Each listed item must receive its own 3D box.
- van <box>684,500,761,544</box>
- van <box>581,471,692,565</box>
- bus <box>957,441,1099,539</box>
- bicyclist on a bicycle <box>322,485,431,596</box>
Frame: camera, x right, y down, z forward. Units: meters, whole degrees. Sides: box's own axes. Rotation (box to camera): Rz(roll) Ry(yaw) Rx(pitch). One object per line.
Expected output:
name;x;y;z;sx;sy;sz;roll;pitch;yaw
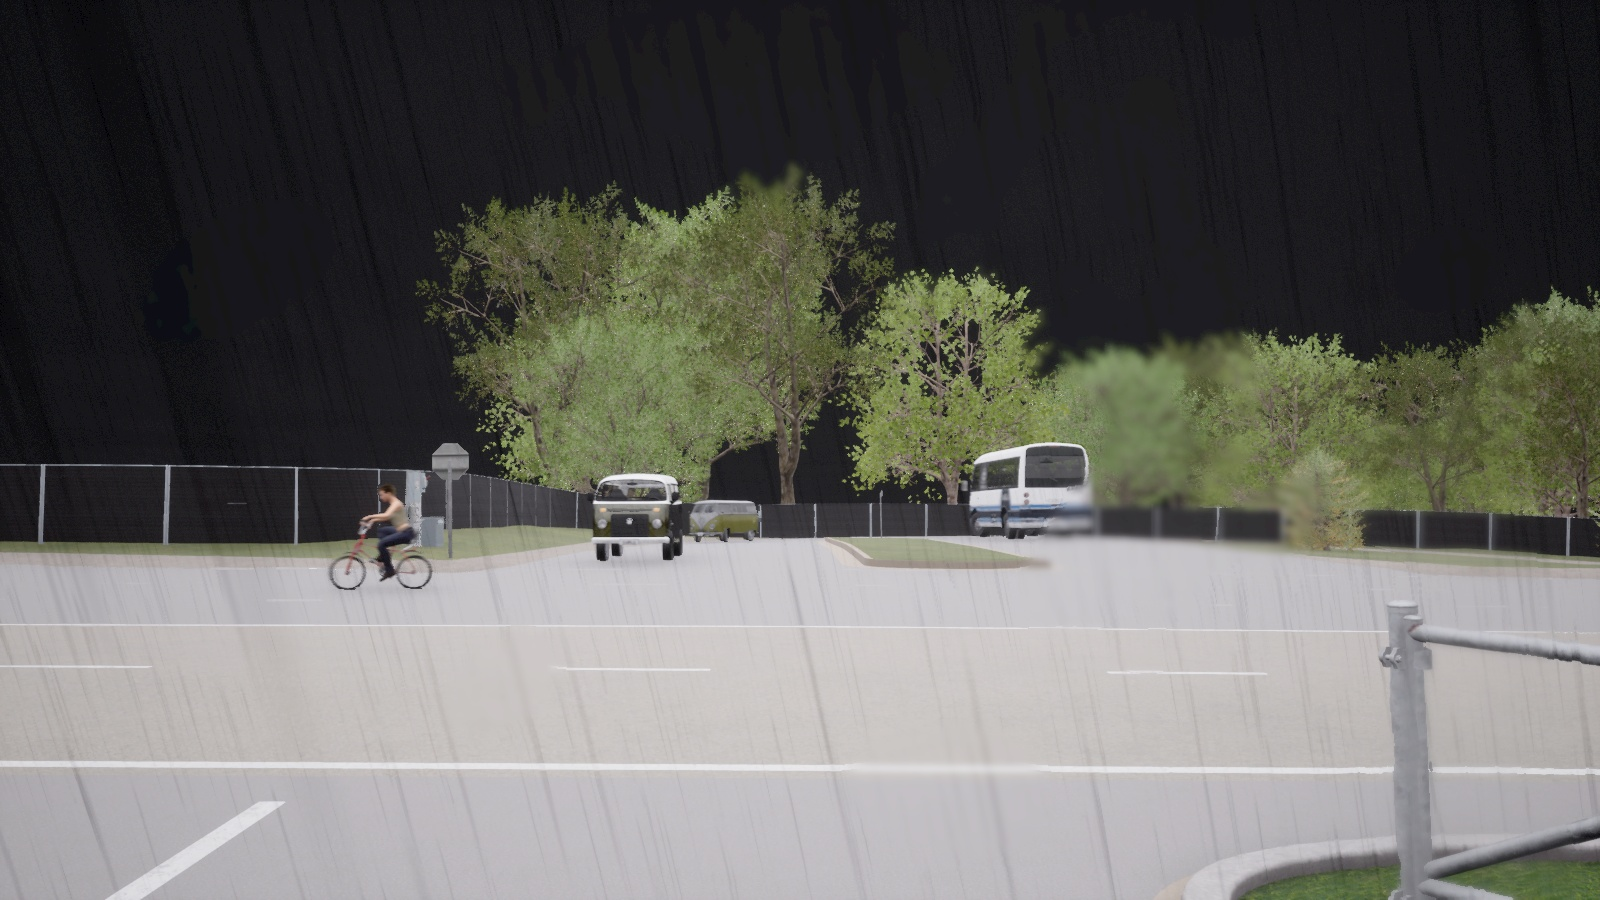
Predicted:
van;-3.631;3.414;59.776;1.775;1.987;4.442;-3;-4;24
van;-3.791;1.601;29.842;2.069;2.038;4.480;-1;-3;-1
bus;10.645;2.004;60.283;3.944;4.253;10.273;-1;-3;-6
bicyclist on a bicycle;-6.376;1.364;18.993;1.509;1.612;0.866;0;-5;-15
